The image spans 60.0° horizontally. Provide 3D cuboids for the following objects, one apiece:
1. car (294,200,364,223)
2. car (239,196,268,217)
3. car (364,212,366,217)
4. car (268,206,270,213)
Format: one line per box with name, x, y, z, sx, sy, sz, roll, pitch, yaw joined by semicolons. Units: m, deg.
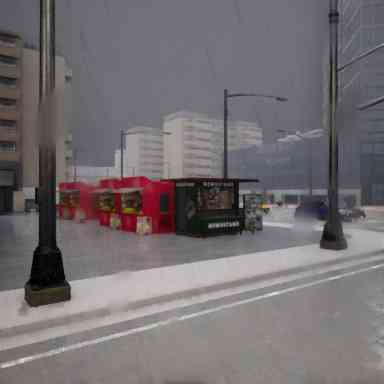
car;10.291;1.447;25.770;2.097;1.767;4.553;0;-1;-36
car;4.538;1.428;33.704;2.150;2.045;5.566;0;-1;-36
car;12.191;1.661;29.115;2.033;1.411;5.357;0;-1;-36
car;6.424;1.708;37.060;1.882;1.535;5.008;0;-1;-36
